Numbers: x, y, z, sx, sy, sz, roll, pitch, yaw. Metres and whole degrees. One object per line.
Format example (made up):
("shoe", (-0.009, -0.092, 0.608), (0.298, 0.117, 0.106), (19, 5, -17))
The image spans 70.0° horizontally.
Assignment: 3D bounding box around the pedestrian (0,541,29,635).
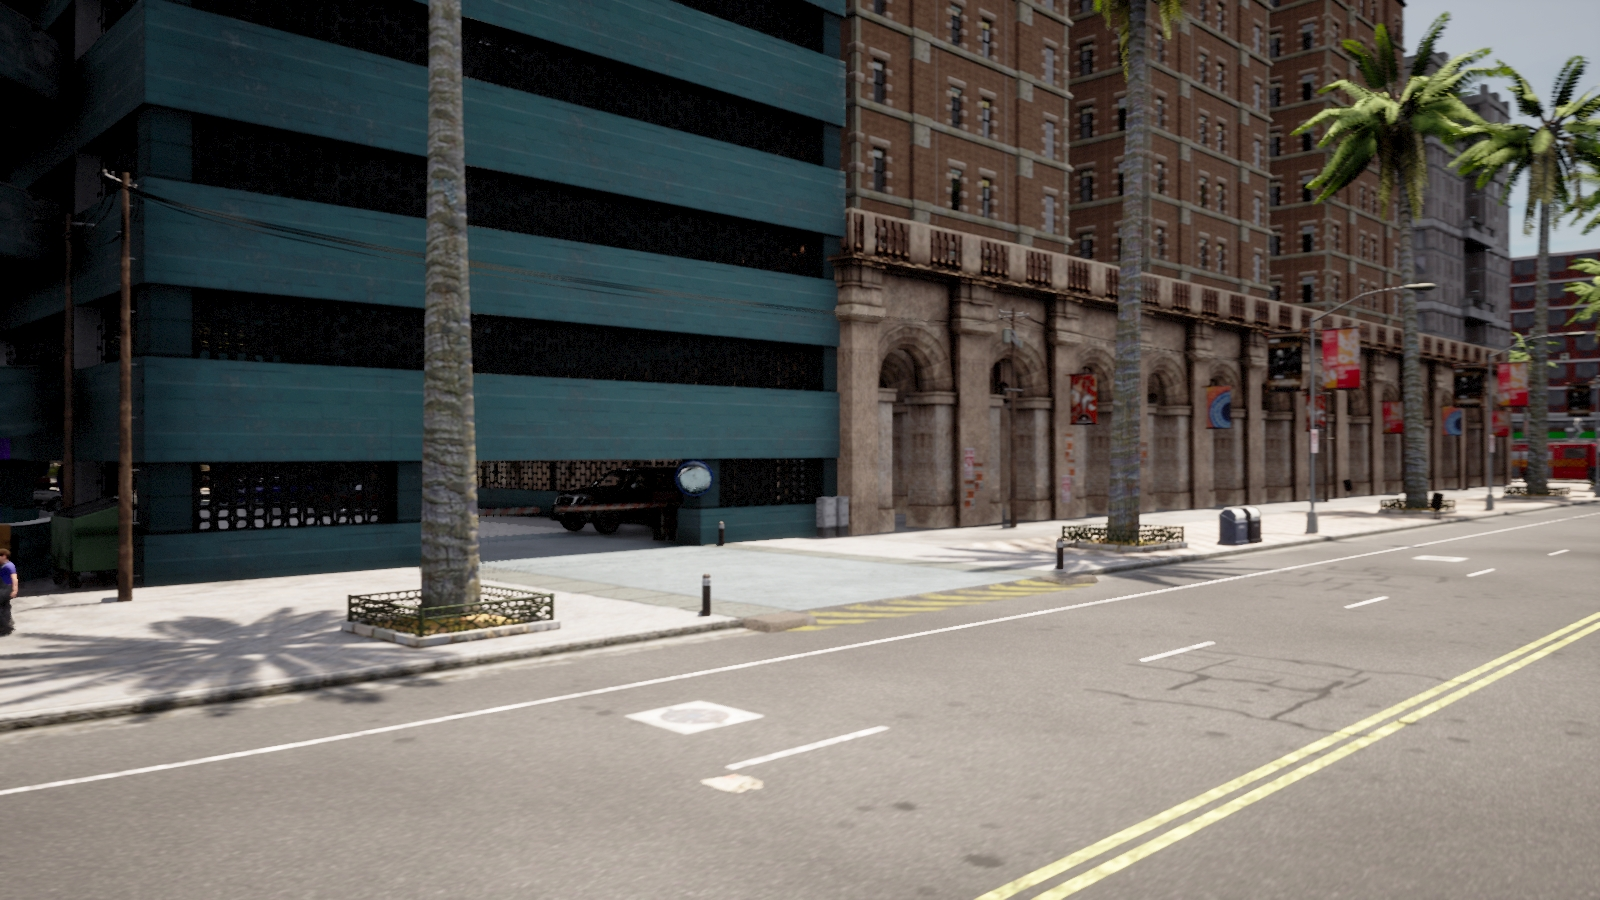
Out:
("pedestrian", (-11.444, 1.996, 16.572), (0.375, 1.300, 0.375), (0, 0, -43))
